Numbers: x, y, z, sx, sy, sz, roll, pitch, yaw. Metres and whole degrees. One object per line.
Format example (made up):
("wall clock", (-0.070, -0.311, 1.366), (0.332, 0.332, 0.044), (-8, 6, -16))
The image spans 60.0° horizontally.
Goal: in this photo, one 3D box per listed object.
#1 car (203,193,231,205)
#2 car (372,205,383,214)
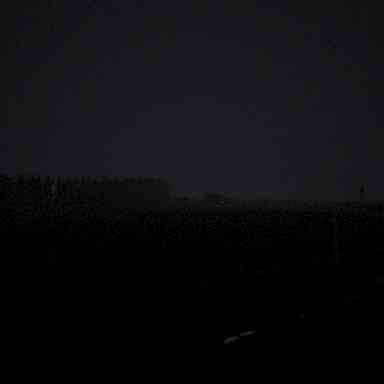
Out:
("car", (4.211, 1.116, 56.085), (2.150, 2.045, 5.566), (-1, 1, -35))
("car", (20.609, 1.574, 32.949), (1.895, 1.301, 4.718), (-1, 1, -35))
